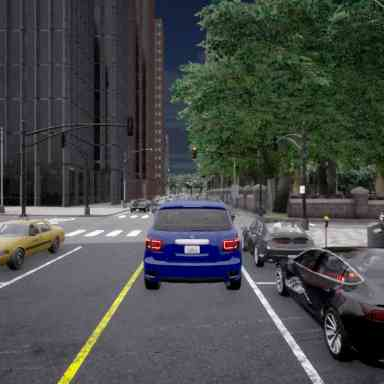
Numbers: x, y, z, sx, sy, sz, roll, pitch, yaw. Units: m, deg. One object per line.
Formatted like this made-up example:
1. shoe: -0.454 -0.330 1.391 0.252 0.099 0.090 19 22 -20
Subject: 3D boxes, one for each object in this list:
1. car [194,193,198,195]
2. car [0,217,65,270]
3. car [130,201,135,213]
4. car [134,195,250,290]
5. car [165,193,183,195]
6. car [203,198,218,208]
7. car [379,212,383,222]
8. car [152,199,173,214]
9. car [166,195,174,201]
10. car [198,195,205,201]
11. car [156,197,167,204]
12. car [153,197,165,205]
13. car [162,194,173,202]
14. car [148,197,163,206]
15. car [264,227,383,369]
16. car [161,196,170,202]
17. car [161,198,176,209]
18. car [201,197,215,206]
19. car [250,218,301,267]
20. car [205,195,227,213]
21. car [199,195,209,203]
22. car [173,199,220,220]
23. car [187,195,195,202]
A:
1. car: -0.079 1.540 68.447 2.128 1.511 4.902 0 0 0
2. car: -5.790 1.526 11.037 1.752 1.417 4.829 0 0 0
3. car: -5.861 1.579 37.872 1.947 1.339 4.313 0 0 0
4. car: 0.050 1.222 9.218 2.150 2.045 5.566 0 0 1
5. car: -3.230 1.390 58.985 2.097 1.767 4.553 0 0 0
6. car: 2.635 1.591 48.816 1.947 1.339 4.313 0 0 0
7. car: 17.330 1.873 26.095 4.902 1.511 2.128 1 0 0
8. car: -3.234 1.538 36.779 1.812 1.442 4.674 0 0 1
9. car: -6.004 1.626 92.442 1.887 1.381 4.507 0 0 0
10. car: 2.535 1.598 87.181 1.752 1.417 4.829 0 0 0
11. car: -5.933 1.627 65.156 1.802 1.307 4.206 0 0 0
12. car: -5.918 1.620 59.699 1.802 1.307 4.206 0 0 0
13. car: -5.975 1.380 81.528 2.192 1.841 5.009 0 0 0
14. car: -5.904 1.582 54.242 2.008 1.369 4.403 0 0 0
15. car: 2.749 1.566 5.725 1.947 1.339 4.313 0 0 0
16. car: -5.961 1.640 76.071 1.802 1.307 4.206 0 0 0
17. car: -3.219 1.549 46.857 1.812 1.442 4.674 0 0 0
18. car: 2.621 1.582 54.272 2.008 1.369 4.403 0 0 0
19. car: 2.734 1.551 11.238 2.008 1.369 4.403 0 0 0
20. car: 2.664 1.328 37.903 2.192 1.841 5.009 0 0 0
21. car: 2.578 1.491 70.642 1.967 1.590 4.097 0 0 0
22. car: 0.305 1.521 30.617 1.837 1.490 4.892 -5 3 -31
23. car: -0.206 1.561 78.847 1.837 1.490 4.892 0 0 0
